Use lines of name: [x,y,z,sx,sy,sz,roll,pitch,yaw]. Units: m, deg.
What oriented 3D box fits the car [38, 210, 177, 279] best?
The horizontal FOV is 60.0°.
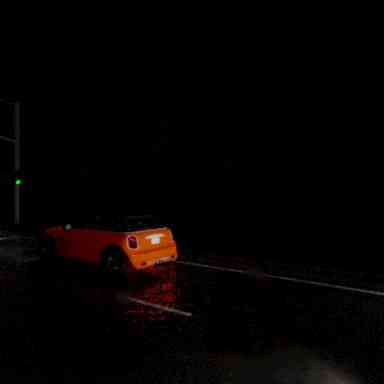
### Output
car: [-2.715,1.327,10.230,4.553,1.767,2.097,0,0,35]
